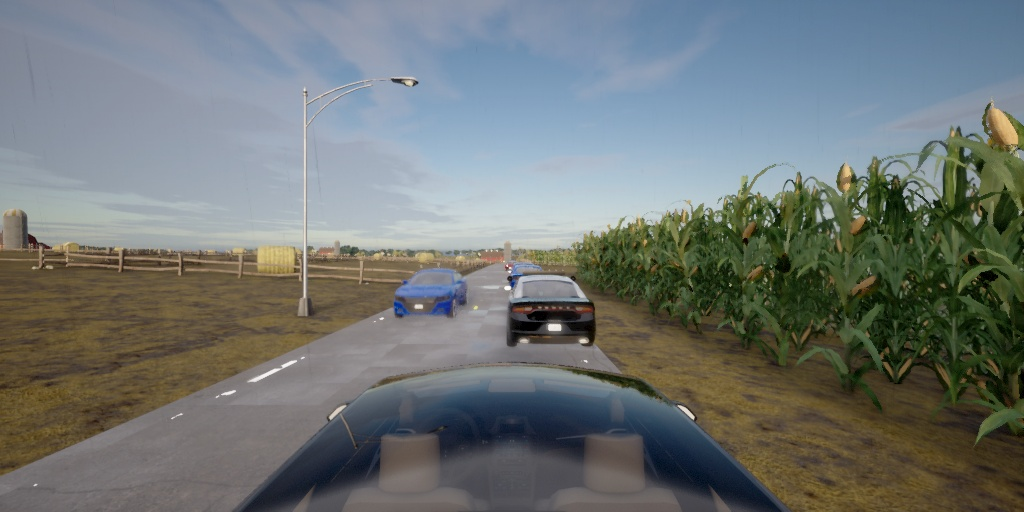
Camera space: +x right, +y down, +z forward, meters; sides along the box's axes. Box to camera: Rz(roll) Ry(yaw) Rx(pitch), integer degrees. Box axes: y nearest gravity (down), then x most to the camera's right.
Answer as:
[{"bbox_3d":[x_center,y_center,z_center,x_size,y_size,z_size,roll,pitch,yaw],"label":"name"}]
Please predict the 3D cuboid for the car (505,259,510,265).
[{"bbox_3d":[0.019,1.294,47.726,1.895,1.301,4.718,0,0,0],"label":"car"}]

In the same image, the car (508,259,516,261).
[{"bbox_3d":[0.813,1.201,25.373,1.882,1.535,5.008,0,0,0],"label":"car"}]

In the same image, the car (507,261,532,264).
[{"bbox_3d":[0.819,1.213,19.373,1.882,1.535,5.008,0,0,0],"label":"car"}]

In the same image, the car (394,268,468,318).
[{"bbox_3d":[-2.754,1.220,13.093,1.882,1.535,5.008,0,0,0],"label":"car"}]

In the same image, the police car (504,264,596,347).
[{"bbox_3d":[0.822,1.171,9.483,1.930,1.638,5.238,0,0,0],"label":"police car"}]
